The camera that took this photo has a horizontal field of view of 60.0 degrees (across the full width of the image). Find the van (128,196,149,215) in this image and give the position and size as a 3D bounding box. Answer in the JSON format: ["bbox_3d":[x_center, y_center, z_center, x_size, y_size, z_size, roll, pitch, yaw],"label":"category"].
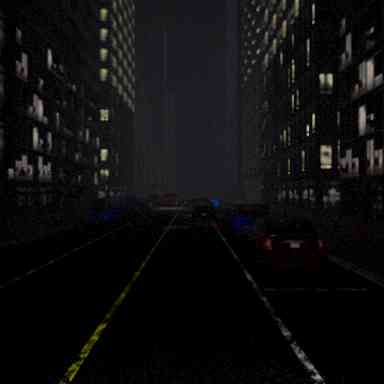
[{"bbox_3d":[-5.678,1.299,33.399,1.690,1.788,3.998,0,0,0],"label":"van"}]

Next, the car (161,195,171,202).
[{"bbox_3d":[-5.670,1.437,73.202,1.802,1.307,4.206,0,0,0],"label":"car"}]

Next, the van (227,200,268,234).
[{"bbox_3d":[2.698,1.323,16.337,1.690,1.788,3.998,0,0,0],"label":"van"}]

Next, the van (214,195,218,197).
[{"bbox_3d":[2.706,1.275,44.764,1.690,1.788,3.998,0,0,0],"label":"van"}]

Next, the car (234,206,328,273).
[{"bbox_3d":[2.697,1.429,10.652,1.967,1.590,4.097,0,0,0],"label":"car"}]

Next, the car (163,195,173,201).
[{"bbox_3d":[-5.668,1.381,78.887,1.887,1.381,4.507,0,0,0],"label":"car"}]

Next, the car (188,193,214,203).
[{"bbox_3d":[0.907,1.303,36.327,2.097,1.767,4.553,0,0,0],"label":"car"}]

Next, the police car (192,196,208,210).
[{"bbox_3d":[0.909,1.365,42.467,1.930,1.638,5.238,0,0,0],"label":"police car"}]

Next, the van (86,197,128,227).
[{"bbox_3d":[-5.680,1.317,22.028,1.690,1.788,3.998,0,0,0],"label":"van"}]

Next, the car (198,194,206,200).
[{"bbox_3d":[2.715,1.359,90.247,1.947,1.339,4.313,0,0,0],"label":"car"}]

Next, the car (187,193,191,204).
[{"bbox_3d":[0.013,1.454,61.730,1.994,1.385,4.181,0,0,0],"label":"car"}]

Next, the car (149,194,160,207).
[{"bbox_3d":[-5.673,1.236,50.458,2.192,1.841,5.009,0,0,0],"label":"car"}]

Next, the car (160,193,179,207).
[{"bbox_3d":[-3.073,1.144,49.938,2.150,2.045,5.566,0,0,0],"label":"car"}]

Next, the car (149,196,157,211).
[{"bbox_3d":[-5.678,1.513,39.085,1.947,1.339,4.313,0,0,0],"label":"car"}]

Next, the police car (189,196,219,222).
[{"bbox_3d":[0.906,1.394,26.467,1.930,1.638,5.238,0,0,0],"label":"police car"}]

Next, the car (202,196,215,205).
[{"bbox_3d":[2.707,1.456,56.135,2.008,1.369,4.403,0,0,0],"label":"car"}]

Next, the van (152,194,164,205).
[{"bbox_3d":[-5.672,1.247,56.143,1.690,1.788,3.998,0,0,0],"label":"van"}]

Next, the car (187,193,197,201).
[{"bbox_3d":[0.016,1.071,76.700,2.097,1.767,4.553,0,0,0],"label":"car"}]

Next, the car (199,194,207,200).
[{"bbox_3d":[2.714,1.340,84.730,1.752,1.417,4.829,0,0,0],"label":"car"}]

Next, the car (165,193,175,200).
[{"bbox_3d":[-5.665,1.131,84.571,2.192,1.841,5.009,0,0,0],"label":"car"}]
